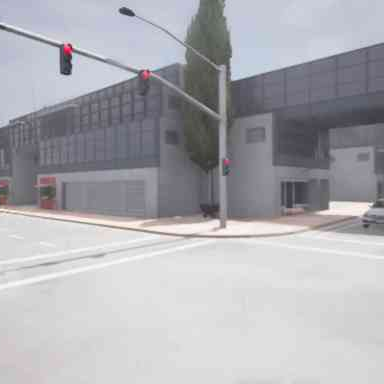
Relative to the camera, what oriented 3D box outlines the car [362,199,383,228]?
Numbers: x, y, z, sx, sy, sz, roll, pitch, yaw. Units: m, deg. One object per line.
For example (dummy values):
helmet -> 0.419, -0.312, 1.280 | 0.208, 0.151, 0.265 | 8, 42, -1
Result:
car -> 10.431, 1.072, 17.463 | 1.812, 1.442, 4.674 | 1, 2, 42
